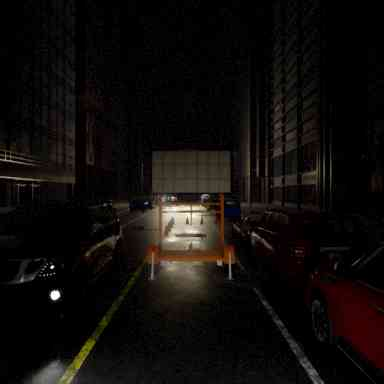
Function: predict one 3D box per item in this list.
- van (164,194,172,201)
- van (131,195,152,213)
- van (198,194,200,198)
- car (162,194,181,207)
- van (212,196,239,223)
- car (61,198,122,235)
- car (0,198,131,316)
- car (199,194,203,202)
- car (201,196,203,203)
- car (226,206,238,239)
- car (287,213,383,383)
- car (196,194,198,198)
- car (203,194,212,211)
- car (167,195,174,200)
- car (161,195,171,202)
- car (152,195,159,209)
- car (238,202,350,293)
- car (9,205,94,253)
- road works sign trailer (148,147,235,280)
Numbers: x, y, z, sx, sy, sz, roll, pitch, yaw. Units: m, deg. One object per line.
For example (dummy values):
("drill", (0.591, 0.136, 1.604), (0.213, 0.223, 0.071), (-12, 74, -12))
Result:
("van", (-5.920, 1.363, 81.653), (1.690, 1.788, 3.998), (0, 0, 0))
("van", (-5.833, 1.346, 36.777), (1.690, 1.788, 3.998), (0, 0, 0))
("van", (2.637, 1.356, 64.849), (1.690, 1.788, 3.998), (0, 0, 0))
("car", (-3.102, 1.519, 52.819), (2.128, 1.511, 4.902), (0, 0, 0))
("van", (2.713, 1.344, 25.585), (1.690, 1.788, 3.998), (0, 0, 0))
("car", (-5.801, 1.317, 19.948), (2.192, 1.841, 5.009), (0, 0, 0))
("car", (-3.116, 1.222, 7.875), (2.150, 2.045, 5.566), (0, 0, 0))
("car", (2.659, 1.451, 53.631), (1.967, 1.590, 4.097), (0, 0, 0))
("car", (2.670, 1.553, 48.022), (1.887, 1.381, 4.507), (0, 0, 0))
("car", (2.735, 1.527, 14.537), (1.752, 1.417, 4.829), (0, 0, 0))
("car", (2.757, 1.315, 3.149), (2.192, 1.841, 5.009), (0, 0, 0))
("car", (2.616, 1.585, 76.068), (1.947, 1.339, 4.313), (0, 0, 0))
("car", (2.692, 1.320, 36.803), (2.192, 1.841, 5.009), (0, 0, 0))
("car", (-5.942, 1.556, 92.701), (1.752, 1.417, 4.829), (0, 0, 0))
("car", (-5.909, 1.459, 76.043), (1.967, 1.590, 4.097), (0, 0, 0))
("car", (-5.844, 1.322, 42.386), (2.192, 1.841, 5.009), (0, 0, 0))
("car", (2.746, 1.316, 8.758), (2.192, 1.841, 5.009), (0, 0, 0))
("car", (-5.790, 1.441, 14.339), (1.967, 1.590, 4.097), (0, 0, 0))
("road works sign trailer", (-0.019, 0.465, 9.923), (2.380, 3.560, 2.880), (0, 0, 0))
